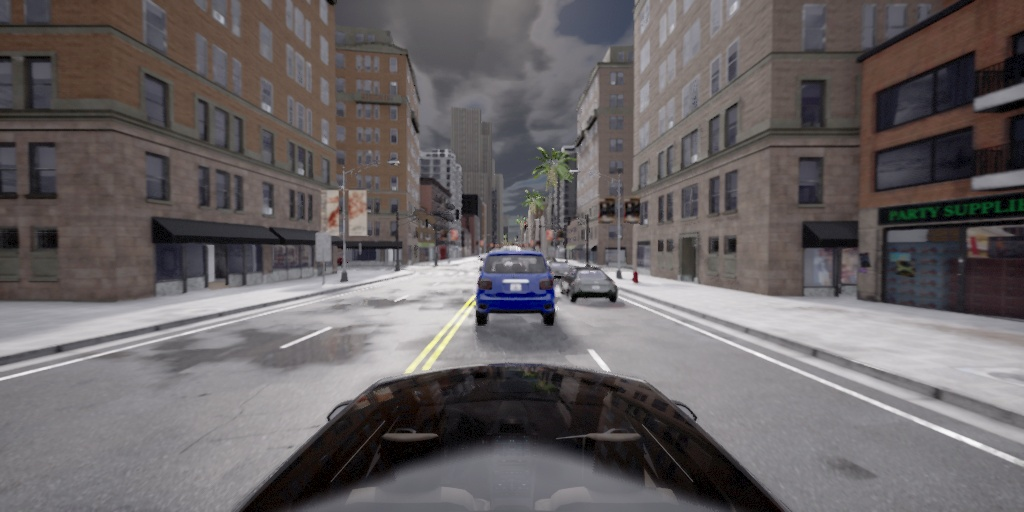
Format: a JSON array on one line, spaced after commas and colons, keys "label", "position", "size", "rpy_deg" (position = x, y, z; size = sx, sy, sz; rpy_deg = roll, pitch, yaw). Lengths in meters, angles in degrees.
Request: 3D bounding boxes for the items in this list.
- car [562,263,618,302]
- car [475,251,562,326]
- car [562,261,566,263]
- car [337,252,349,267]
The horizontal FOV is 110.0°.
[{"label": "car", "position": [3.322, 1.187, 16.135], "size": [1.994, 1.385, 4.181], "rpy_deg": [0, 0, 0]}, {"label": "car", "position": [0.096, 0.879, 11.517], "size": [2.150, 2.045, 5.566], "rpy_deg": [0, 0, 0]}, {"label": "car", "position": [3.244, 1.084, 26.134], "size": [2.033, 1.411, 5.357], "rpy_deg": [0, 0, 0]}, {"label": "car", "position": [-23.906, 0.449, 46.510], "size": [5.009, 1.841, 2.192], "rpy_deg": [0, 0, -9]}]
